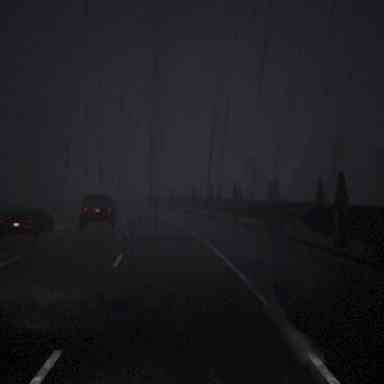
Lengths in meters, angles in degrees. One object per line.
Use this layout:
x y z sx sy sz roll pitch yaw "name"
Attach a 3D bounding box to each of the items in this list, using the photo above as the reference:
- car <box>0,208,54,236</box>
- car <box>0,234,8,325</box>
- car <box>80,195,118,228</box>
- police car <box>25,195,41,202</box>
-8.943 1.569 18.217 1.994 1.385 4.181 0 0 -10 "car"
-3.623 1.482 2.793 1.882 1.535 5.008 0 0 -2 "car"
-6.276 1.212 22.525 2.150 2.045 5.566 0 0 -13 "car"
-39.944 1.619 83.408 5.238 1.638 1.930 0 0 38 "police car"
